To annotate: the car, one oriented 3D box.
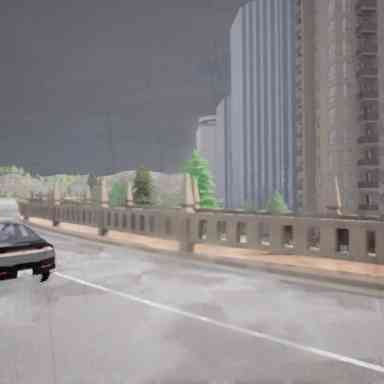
[{"bbox_3d":[-5.384,1.529,8.736,4.902,1.511,2.128,0,0,42],"label":"car"}]
